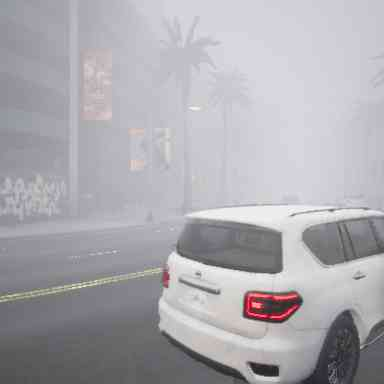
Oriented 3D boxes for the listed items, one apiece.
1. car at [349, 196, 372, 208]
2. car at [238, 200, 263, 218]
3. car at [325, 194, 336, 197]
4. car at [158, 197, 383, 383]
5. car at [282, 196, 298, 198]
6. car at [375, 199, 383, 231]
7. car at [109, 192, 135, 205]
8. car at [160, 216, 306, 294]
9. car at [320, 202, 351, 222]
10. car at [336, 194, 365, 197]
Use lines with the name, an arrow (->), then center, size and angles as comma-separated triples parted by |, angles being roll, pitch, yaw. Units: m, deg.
car -> 24.785, 1.461, 49.062 | 2.231, 1.521, 4.892 | 0, 0, 16
car -> 5.551, 1.510, 31.230 | 1.812, 1.442, 4.674 | 0, 0, 16
car -> 32.877, 1.318, 77.300 | 2.185, 1.767, 4.553 | 0, 0, 16
car -> 2.070, 1.221, 5.369 | 5.566, 2.045, 2.150 | 0, 1, -41
car -> 8.925, 1.056, 30.295 | 2.097, 1.767, 4.553 | 0, 0, 16
car -> 12.742, 1.345, 20.550 | 2.097, 1.767, 4.553 | 0, 0, 24
car -> -10.836, 0.982, 51.444 | 2.435, 2.045, 5.566 | 0, 0, 16
car -> 1.334, 1.558, 9.558 | 4.181, 1.385, 1.994 | 0, 0, -45
car -> 11.680, 1.588, 27.387 | 1.895, 1.301, 4.718 | 0, 0, 18
car -> 18.460, 1.205, 38.211 | 2.150, 2.045, 5.566 | 0, 0, 16
